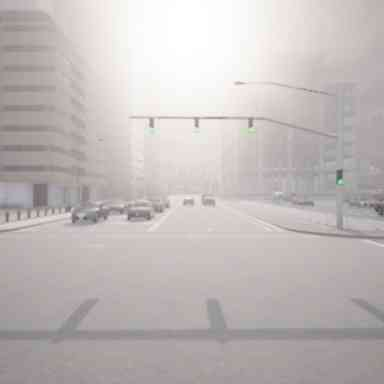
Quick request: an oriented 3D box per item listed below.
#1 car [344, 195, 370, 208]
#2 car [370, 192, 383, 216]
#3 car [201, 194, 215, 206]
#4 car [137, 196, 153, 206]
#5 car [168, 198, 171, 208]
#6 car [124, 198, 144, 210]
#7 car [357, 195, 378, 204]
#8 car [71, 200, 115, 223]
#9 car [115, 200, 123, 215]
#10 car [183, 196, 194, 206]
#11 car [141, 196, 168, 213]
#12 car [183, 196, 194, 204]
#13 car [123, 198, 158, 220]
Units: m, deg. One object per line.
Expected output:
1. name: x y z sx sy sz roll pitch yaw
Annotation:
1. car: 22.569 1.372 44.427 1.970 1.475 3.806 0 0 0
2. car: 16.880 1.135 27.044 1.932 1.855 4.605 0 0 0
3. car: 2.878 1.484 56.056 1.882 1.535 5.008 0 0 0
4. car: -7.673 1.498 55.006 1.882 1.535 5.008 0 0 1
5. car: -4.220 1.366 47.388 2.097 1.767 4.553 0 0 0
6. car: -7.735 1.583 44.883 1.994 1.385 4.181 0 0 0
7. car: 31.310 1.332 59.484 1.784 1.438 3.905 0 0 0
8. car: -7.770 1.507 25.738 2.128 1.511 4.902 0 0 0
9. car: -7.748 1.543 34.888 1.812 1.442 4.674 0 0 0
10. car: -0.522 1.502 56.545 2.128 1.511 4.902 0 0 0
11. car: -4.250 1.365 37.471 2.097 1.767 4.553 0 0 0
12. car: -0.603 1.560 66.039 2.033 1.411 5.357 0 0 0
13. car: -4.267 1.516 28.328 1.837 1.490 4.892 0 0 0
